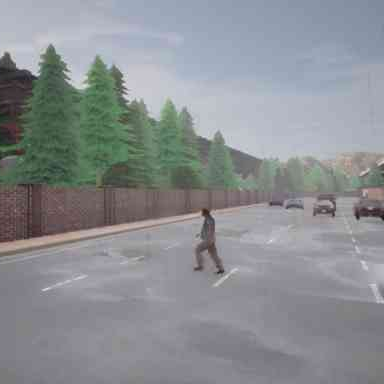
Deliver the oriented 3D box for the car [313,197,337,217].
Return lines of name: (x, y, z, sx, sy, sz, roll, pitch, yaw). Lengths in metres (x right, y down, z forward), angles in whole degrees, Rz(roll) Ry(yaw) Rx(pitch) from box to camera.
car: (12.637, 1.526, 31.784, 1.812, 1.442, 4.674, 0, 0, 23)

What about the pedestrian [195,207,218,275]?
pedestrian: (0.397, 1.294, 8.995, 0.375, 1.860, 0.375, 0, 0, 23)

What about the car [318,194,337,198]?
car: (16.561, 1.221, 41.019, 2.150, 2.045, 5.566, 0, 0, 23)

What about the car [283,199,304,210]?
car: (13.312, 1.564, 42.811, 1.994, 1.385, 4.181, 0, 0, 23)

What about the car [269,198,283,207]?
car: (13.072, 1.601, 51.112, 1.895, 1.301, 4.718, 0, 0, 23)

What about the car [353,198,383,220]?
car: (14.971, 1.351, 28.306, 2.097, 1.767, 4.553, 0, 0, 23)
